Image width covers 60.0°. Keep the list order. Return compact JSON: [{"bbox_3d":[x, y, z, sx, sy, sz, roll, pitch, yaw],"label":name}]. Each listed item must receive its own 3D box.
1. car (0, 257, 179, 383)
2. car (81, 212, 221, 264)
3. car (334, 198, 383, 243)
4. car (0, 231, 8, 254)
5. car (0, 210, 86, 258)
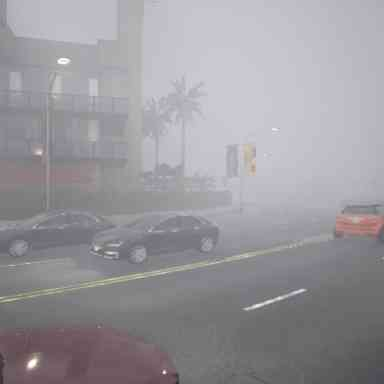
[{"bbox_3d":[-2.212,1.523,1.857,4.674,1.442,1.812,0,0,-34],"label":"car"},{"bbox_3d":[-1.100,1.496,11.793,4.892,1.490,1.837,0,1,-41],"label":"car"},{"bbox_3d":[8.727,1.345,16.484,2.097,1.767,4.553,0,0,41],"label":"car"},{"bbox_3d":[-5.201,1.472,4.035,5.008,1.535,1.882,0,0,-33],"label":"car"},{"bbox_3d":[-5.285,1.493,12.876,4.892,1.490,1.837,0,0,-39],"label":"car"}]
